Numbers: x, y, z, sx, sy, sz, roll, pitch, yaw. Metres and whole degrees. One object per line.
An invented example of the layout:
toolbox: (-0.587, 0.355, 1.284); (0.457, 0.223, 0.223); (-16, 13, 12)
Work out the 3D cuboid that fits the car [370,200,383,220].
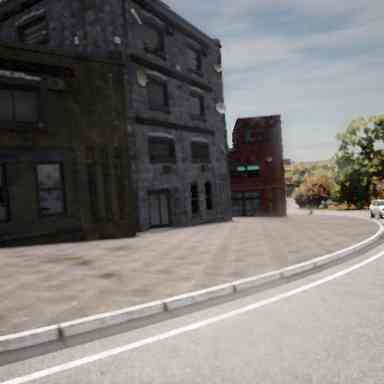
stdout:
car: (20.814, 1.819, 35.704); (2.150, 2.045, 5.566); (-3, -3, 14)
